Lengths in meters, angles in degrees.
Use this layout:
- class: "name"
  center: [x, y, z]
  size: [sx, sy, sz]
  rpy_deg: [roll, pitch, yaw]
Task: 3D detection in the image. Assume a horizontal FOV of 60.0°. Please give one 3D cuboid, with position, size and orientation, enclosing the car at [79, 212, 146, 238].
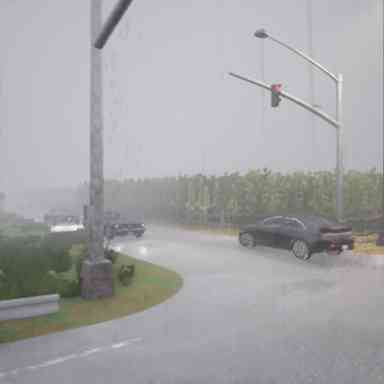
- class: "car"
  center: [-4.378, 1.794, 18.411]
  size: [1.895, 1.301, 4.718]
  rpy_deg: [0, -1, -37]

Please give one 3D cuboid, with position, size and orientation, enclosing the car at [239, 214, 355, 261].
- class: "car"
  center: [3.787, 1.610, 12.950]
  size: [2.128, 1.511, 4.902]
  rpy_deg: [1, -1, -30]

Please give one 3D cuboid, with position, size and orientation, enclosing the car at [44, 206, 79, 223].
- class: "car"
  center: [-10.337, 1.849, 26.392]
  size: [1.994, 1.385, 4.181]
  rpy_deg: [0, -1, -37]

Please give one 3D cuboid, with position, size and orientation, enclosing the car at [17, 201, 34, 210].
- class: "car"
  center: [-27.236, 2.124, 54.461]
  size: [1.812, 1.442, 4.674]
  rpy_deg: [0, -1, -37]
